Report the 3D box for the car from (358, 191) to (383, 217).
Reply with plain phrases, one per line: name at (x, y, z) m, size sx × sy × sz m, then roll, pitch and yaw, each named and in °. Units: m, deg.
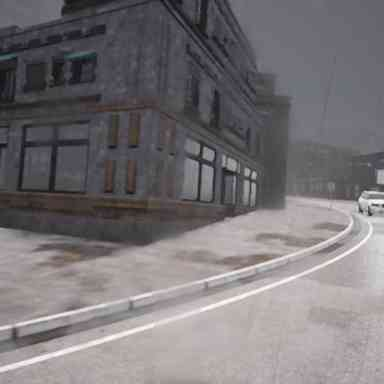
car at (15.845, 1.005, 28.401) m, size 2.150 × 2.045 × 5.566 m, roll 3°, pitch 2°, yaw 15°
